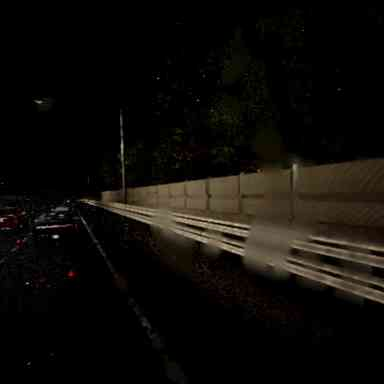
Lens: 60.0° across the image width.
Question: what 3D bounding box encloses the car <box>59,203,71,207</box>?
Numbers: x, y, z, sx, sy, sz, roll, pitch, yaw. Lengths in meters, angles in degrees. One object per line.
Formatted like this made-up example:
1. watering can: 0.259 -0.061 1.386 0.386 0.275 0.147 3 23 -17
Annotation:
1. car: -11.778 1.980 30.266 1.994 1.385 4.181 -2 0 -20

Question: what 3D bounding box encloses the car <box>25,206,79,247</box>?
1. car: -6.702 1.728 16.541 2.128 1.511 4.902 -2 0 -20

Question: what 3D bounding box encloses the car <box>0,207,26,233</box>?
1. car: -12.639 1.823 22.773 2.097 1.767 4.553 -2 0 -20
